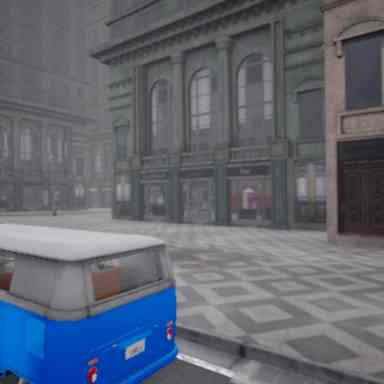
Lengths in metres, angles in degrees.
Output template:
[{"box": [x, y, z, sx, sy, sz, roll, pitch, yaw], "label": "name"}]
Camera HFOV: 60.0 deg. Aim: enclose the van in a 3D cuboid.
[{"box": [-2.084, 1.379, 4.468, 3.998, 1.788, 1.690, -1, -1, 35], "label": "van"}]
